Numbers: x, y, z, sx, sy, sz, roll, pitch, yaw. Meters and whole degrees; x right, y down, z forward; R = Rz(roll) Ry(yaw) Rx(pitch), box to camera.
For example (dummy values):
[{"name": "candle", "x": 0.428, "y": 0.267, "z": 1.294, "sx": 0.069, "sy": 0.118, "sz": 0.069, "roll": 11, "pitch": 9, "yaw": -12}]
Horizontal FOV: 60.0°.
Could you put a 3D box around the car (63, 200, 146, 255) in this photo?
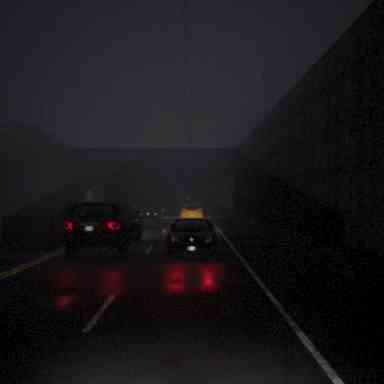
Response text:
[{"name": "car", "x": -3.505, "y": 1.354, "z": 14.007, "sx": 2.150, "sy": 2.045, "sz": 5.566, "roll": 0, "pitch": 0, "yaw": 0}]

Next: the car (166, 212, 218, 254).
[{"name": "car", "x": -0.004, "y": 1.739, "z": 14.092, "sx": 1.895, "sy": 1.301, "sz": 4.718, "roll": 0, "pitch": -1, "yaw": 0}]

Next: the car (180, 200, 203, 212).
[{"name": "car", "x": -0.006, "y": 1.765, "z": 29.461, "sx": 1.882, "sy": 1.535, "sz": 5.008, "roll": 0, "pitch": 0, "yaw": 0}]

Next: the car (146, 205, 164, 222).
[{"name": "car", "x": -3.511, "y": 1.830, "z": 28.974, "sx": 2.033, "sy": 1.411, "sz": 5.357, "roll": 0, "pitch": -1, "yaw": 0}]
